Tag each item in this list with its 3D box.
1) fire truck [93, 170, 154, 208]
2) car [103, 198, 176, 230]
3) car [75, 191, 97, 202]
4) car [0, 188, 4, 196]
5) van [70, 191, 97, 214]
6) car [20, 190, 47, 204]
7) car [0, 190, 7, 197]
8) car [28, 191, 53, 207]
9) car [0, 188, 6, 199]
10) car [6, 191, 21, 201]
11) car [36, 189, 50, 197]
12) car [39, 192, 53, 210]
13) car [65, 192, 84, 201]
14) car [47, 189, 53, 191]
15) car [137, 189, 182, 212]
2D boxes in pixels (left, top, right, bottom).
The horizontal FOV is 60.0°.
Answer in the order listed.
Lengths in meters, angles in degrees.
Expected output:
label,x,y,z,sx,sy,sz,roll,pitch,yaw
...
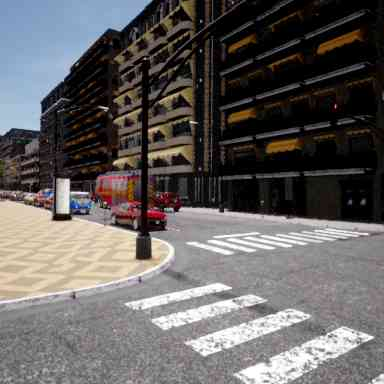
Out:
label,x,y,z,sx,sy,sz,roll,pitch,yaw
fire truck,-7.133,-0.111,33.858,2.891,3.827,8.468,1,1,-36
car,-3.057,1.261,18.618,1.887,1.381,4.507,2,0,-36
car,-16.313,0.711,50.973,1.967,1.590,4.097,2,0,-36
car,-43.093,-0.022,73.428,2.192,1.841,5.009,2,0,-36
van,-9.724,0.881,27.753,1.690,1.788,3.998,2,0,-36
car,-19.641,0.805,41.318,1.752,1.417,4.829,2,0,-36
car,-39.763,0.301,68.860,2.008,1.369,4.403,2,0,-36
car,-16.404,0.909,36.888,1.887,1.381,4.507,2,0,-36
car,-33.089,0.470,59.725,1.887,1.381,4.507,2,0,-36
car,-26.412,0.541,50.590,1.967,1.590,4.097,2,0,-36
car,-32.998,0.272,73.810,1.967,1.590,4.097,2,0,-36
car,-13.067,0.997,32.320,1.887,1.381,4.507,2,0,-36
car,-19.654,0.748,55.540,1.947,1.339,4.313,2,0,-36
car,-26.427,0.530,64.813,1.752,1.417,4.829,2,0,-36
car,-2.962,0.937,32.702,2.192,1.841,5.009,2,0,-36
